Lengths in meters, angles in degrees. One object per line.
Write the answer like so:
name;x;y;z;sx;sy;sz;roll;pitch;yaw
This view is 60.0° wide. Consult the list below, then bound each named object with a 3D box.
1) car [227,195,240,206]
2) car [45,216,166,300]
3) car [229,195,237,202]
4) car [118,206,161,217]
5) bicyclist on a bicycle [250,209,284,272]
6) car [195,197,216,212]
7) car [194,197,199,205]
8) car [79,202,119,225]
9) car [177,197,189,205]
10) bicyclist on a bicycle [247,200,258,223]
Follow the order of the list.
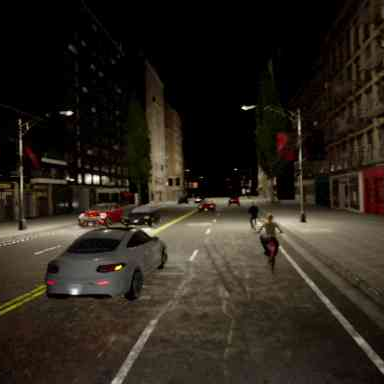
car;6.946;1.487;55.054;1.837;1.490;4.892;-2;0;7
car;-1.917;1.616;8.518;1.812;1.442;4.674;-2;0;7
car;9.419;1.496;76.162;1.812;1.442;4.674;-2;0;7
car;-3.507;1.759;24.079;1.994;1.385;4.181;-2;0;7
bicyclist on a bicycle;2.250;1.405;9.617;0.866;1.612;1.509;-2;-1;7
car;1.840;1.686;39.619;1.895;1.301;4.718;-2;0;7
car;1.533;1.720;65.095;2.033;1.411;5.357;-2;0;7
car;-6.682;1.647;24.944;2.097;1.767;4.553;-2;0;7
car;-1.698;1.799;65.484;1.812;1.442;4.674;-2;0;7
bicyclist on a bicycle;3.281;1.337;17.900;0.659;1.776;1.843;-2;0;7
